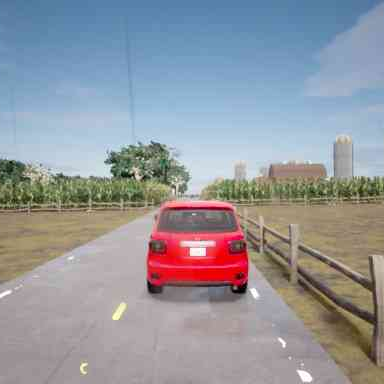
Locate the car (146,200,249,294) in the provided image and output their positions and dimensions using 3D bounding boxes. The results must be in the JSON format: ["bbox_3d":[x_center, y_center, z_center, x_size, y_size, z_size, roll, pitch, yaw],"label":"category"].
[{"bbox_3d":[0.117,1.220,8.959,2.150,2.045,5.566,0,0,0],"label":"car"}]

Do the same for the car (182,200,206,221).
[{"bbox_3d":[0.161,1.483,28.126,1.837,1.490,4.892,0,0,0],"label":"car"}]
